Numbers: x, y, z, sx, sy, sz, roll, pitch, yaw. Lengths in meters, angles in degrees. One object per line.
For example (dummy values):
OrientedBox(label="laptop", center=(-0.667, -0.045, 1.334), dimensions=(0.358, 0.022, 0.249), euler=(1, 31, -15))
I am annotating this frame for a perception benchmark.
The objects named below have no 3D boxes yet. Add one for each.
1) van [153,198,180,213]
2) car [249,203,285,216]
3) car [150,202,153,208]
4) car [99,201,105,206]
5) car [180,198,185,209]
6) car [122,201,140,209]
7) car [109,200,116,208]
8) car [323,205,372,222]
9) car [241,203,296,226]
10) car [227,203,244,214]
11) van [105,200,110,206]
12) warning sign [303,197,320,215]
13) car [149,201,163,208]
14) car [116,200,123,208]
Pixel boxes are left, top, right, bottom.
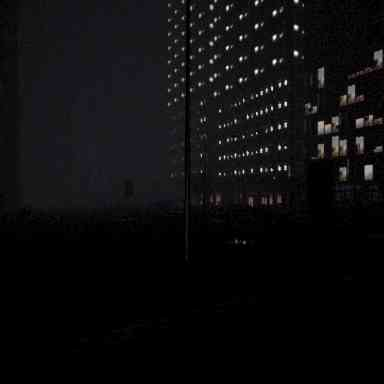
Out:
OrientedBox(label="van", center=(-3.595, 2.005, 46.198), dimensions=(1.690, 1.788, 3.998), euler=(-1, -1, -26))
OrientedBox(label="car", center=(8.834, 2.068, 39.684), dimensions=(1.947, 1.339, 4.313), euler=(-1, -1, -26))
OrientedBox(label="car", center=(-7.023, 2.538, 66.729), dimensions=(1.882, 1.535, 5.008), euler=(0, -1, -26))
OrientedBox(label="car", center=(-23.073, 3.053, 86.751), dimensions=(1.887, 1.381, 4.507), euler=(-1, -1, -26))
OrientedBox(label="car", center=(-2.317, 2.080, 56.943), dimensions=(2.150, 2.045, 5.566), euler=(0, -1, -26))
OrientedBox(label="car", center=(-10.897, 2.525, 61.404), dimensions=(2.008, 1.369, 4.403), euler=(-1, -1, -26))
OrientedBox(label="car", center=(-15.768, 2.731, 71.544), dimensions=(1.887, 1.381, 4.507), euler=(-1, -1, -26))
OrientedBox(label="car", center=(13.704, 1.854, 29.544), dimensions=(2.008, 1.369, 4.403), euler=(-1, -1, -26))
OrientedBox(label="car", center=(6.150, 1.813, 25.916), dimensions=(2.008, 1.369, 4.403), euler=(-1, -1, -26))
OrientedBox(label="car", center=(6.398, 2.168, 44.754), dimensions=(1.947, 1.339, 4.313), euler=(-1, -1, -26))
OrientedBox(label="van", center=(-18.206, 2.634, 76.615), dimensions=(1.690, 1.788, 3.998), euler=(-1, -1, -26))
OrientedBox(label="warning sign", center=(13.068, 1.544, 36.424), dimensions=(1.300, 1.860, 1.060), euler=(1, -1, -26))
OrientedBox(label="car", center=(-8.213, 2.808, 75.171), dimensions=(1.802, 1.307, 4.206), euler=(-1, -1, -26))
OrientedBox(label="car", center=(-13.259, 2.602, 66.321), dimensions=(1.752, 1.417, 4.829), euler=(-1, -1, -26))
